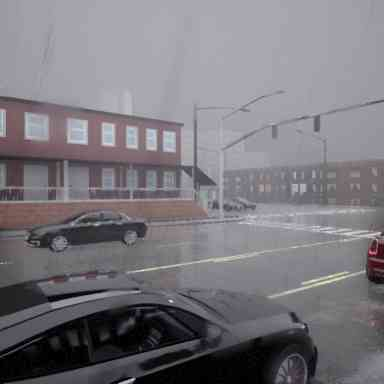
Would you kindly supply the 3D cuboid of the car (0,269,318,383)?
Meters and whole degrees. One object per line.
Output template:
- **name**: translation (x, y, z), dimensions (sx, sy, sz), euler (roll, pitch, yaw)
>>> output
- **car**: translation (-0.777, 1.526, 3.200), dimensions (4.674, 1.442, 1.812), euler (0, 0, -35)

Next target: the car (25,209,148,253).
- **car**: translation (-4.228, 1.506, 13.873), dimensions (4.892, 1.490, 1.837), euler (0, 0, -35)

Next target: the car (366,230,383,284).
- **car**: translation (6.422, 1.356, 8.387), dimensions (4.553, 1.767, 2.097), euler (0, 0, -35)

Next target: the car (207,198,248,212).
- **car**: translation (3.787, 1.501, 38.829), dimensions (2.128, 1.511, 4.902), euler (0, 0, -36)

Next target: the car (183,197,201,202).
- **car**: translation (-0.292, 1.536, 50.555), dimensions (1.812, 1.442, 4.674), euler (0, 0, -36)

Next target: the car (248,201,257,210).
- **car**: translation (5.977, 1.515, 41.784), dimensions (1.837, 1.490, 4.892), euler (0, 0, -36)
